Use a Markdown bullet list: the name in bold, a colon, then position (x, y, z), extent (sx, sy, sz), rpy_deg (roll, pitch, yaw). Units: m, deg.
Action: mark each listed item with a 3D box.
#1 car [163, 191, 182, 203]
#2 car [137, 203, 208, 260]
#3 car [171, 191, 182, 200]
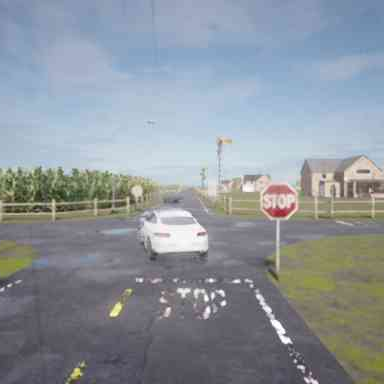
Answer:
- **car**: position (-2.814, 0.795, 45.357), extent (1.882, 1.535, 5.008), rpy_deg (0, 1, 0)
- **car**: position (-0.790, 1.341, 11.720), extent (1.812, 1.442, 4.674), rpy_deg (0, 1, -14)
- **car**: position (-2.762, 0.618, 61.084), extent (1.812, 1.442, 4.674), rpy_deg (0, 1, 1)
